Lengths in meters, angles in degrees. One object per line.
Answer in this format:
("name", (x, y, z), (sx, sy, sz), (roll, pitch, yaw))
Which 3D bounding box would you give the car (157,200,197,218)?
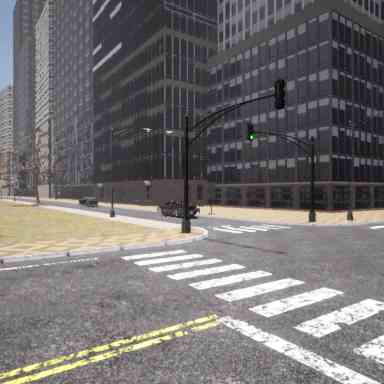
("car", (-1.423, 1.507, 30.504), (1.837, 1.490, 4.892), (0, 0, -35))

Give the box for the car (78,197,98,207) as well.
("car", (-16.107, 1.492, 51.456), (2.128, 1.511, 4.902), (0, 0, -35))
